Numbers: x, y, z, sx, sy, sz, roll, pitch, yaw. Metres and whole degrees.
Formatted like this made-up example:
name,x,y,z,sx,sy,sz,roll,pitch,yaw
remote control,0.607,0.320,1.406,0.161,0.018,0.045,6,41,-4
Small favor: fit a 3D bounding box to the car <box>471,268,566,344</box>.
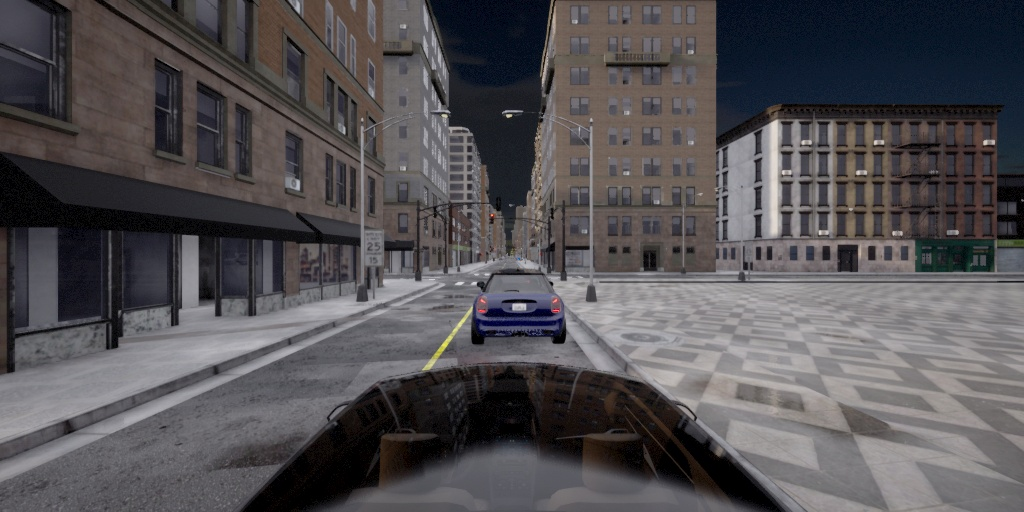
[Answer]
name,x,y,z,sx,sy,sz,roll,pitch,yaw
car,0.100,1.102,9.716,2.097,1.767,4.553,0,0,-1
